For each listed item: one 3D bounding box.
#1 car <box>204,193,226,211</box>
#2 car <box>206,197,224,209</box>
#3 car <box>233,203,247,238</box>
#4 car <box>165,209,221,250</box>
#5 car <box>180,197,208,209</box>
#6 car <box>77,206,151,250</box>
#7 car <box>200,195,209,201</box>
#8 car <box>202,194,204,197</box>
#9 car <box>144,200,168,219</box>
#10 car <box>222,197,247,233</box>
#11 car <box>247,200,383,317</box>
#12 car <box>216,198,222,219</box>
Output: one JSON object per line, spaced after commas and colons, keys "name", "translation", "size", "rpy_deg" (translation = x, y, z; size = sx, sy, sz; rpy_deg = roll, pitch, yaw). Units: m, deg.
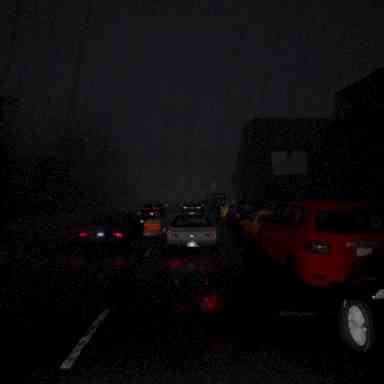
{"name": "car", "translation": [3.228, 1.226, 41.932], "size": [2.435, 2.045, 5.566], "rpy_deg": [0, 0, 0]}
{"name": "car", "translation": [3.228, 1.479, 47.422], "size": [2.231, 1.521, 4.892], "rpy_deg": [0, 0, 0]}
{"name": "car", "translation": [3.226, 1.473, 14.589], "size": [1.946, 1.575, 5.366], "rpy_deg": [0, 0, 0]}
{"name": "car", "translation": [0.001, 1.614, 14.329], "size": [1.895, 1.301, 4.718], "rpy_deg": [0, 0, 0]}
{"name": "car", "translation": [0.002, 1.493, 29.324], "size": [2.128, 1.511, 4.902], "rpy_deg": [0, 0, 0]}
{"name": "car", "translation": [-3.249, 1.561, 14.300], "size": [2.033, 1.411, 5.357], "rpy_deg": [0, 0, 0]}
{"name": "car", "translation": [3.241, 1.479, 86.413], "size": [1.946, 1.575, 5.366], "rpy_deg": [0, 0, 0]}
{"name": "car", "translation": [3.232, 1.508, 58.510], "size": [2.163, 1.488, 4.792], "rpy_deg": [0, 0, 0]}
{"name": "car", "translation": [-3.248, 1.514, 29.326], "size": [1.837, 1.490, 4.892], "rpy_deg": [0, 0, 0]}
{"name": "car", "translation": [3.227, 1.351, 19.897], "size": [2.185, 1.767, 4.553], "rpy_deg": [0, 0, 0]}
{"name": "car", "translation": [3.226, 1.225, 8.906], "size": [2.435, 2.045, 5.566], "rpy_deg": [0, 0, 0]}
{"name": "car", "translation": [3.227, 1.474, 25.639], "size": [1.946, 1.575, 5.366], "rpy_deg": [0, 0, 0]}
